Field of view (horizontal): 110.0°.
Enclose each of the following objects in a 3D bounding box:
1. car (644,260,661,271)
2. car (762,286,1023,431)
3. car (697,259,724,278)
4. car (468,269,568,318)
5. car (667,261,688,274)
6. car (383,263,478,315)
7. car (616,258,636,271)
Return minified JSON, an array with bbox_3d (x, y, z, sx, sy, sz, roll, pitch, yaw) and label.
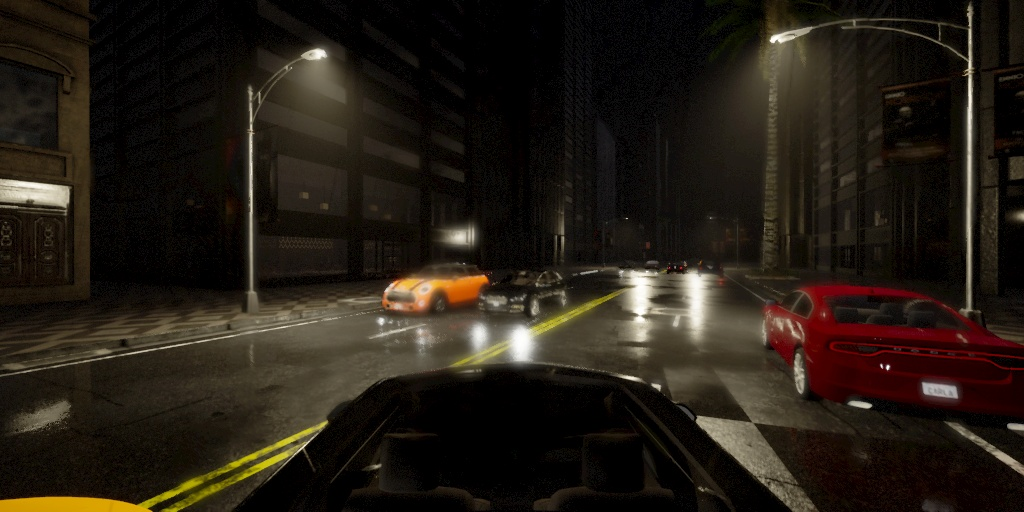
[{"bbox_3d":[19.889,1.326,50.658,2.033,1.411,5.357,0,0,27],"label":"car"},{"bbox_3d":[5.516,1.228,5.869,1.882,1.535,5.008,0,0,27],"label":"car"},{"bbox_3d":[19.305,1.118,34.939,2.097,1.767,4.553,0,0,27],"label":"car"},{"bbox_3d":[0.618,1.256,13.259,1.837,1.490,4.892,0,0,27],"label":"car"},{"bbox_3d":[18.667,1.317,40.762,2.033,1.411,5.357,0,0,27],"label":"car"},{"bbox_3d":[-2.722,1.103,13.873,2.097,1.767,4.553,0,0,27],"label":"car"},{"bbox_3d":[16.704,1.304,51.568,1.812,1.442,4.674,0,0,27],"label":"car"}]
